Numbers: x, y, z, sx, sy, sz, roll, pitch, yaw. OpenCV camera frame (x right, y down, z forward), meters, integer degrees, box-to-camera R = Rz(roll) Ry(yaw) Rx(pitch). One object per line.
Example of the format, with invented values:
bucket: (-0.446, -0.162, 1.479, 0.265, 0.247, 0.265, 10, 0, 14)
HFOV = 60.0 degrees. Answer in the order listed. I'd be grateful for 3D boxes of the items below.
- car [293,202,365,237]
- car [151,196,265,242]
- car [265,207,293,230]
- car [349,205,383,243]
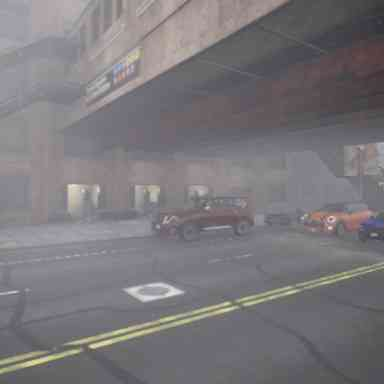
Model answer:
car: (8.007, 1.347, 18.234, 4.553, 1.767, 2.097, 0, 0, -35)
car: (0.707, 1.226, 16.714, 5.566, 2.045, 2.435, 0, 0, -36)
car: (6.705, 1.590, 21.042, 4.718, 1.301, 1.895, 0, 0, -36)
car: (9.450, 1.473, 14.972, 5.008, 1.535, 1.882, 0, 0, -35)
